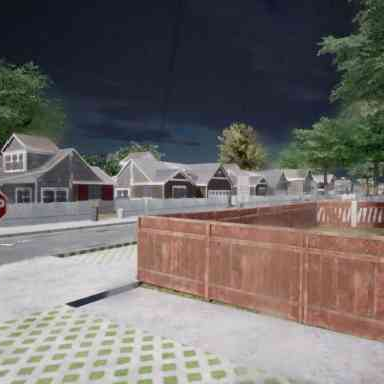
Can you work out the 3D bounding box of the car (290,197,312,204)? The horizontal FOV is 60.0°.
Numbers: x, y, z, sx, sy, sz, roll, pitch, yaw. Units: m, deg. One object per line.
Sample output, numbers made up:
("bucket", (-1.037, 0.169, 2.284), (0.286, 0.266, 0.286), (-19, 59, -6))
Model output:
("car", (15.156, 1.413, 46.050), (1.994, 1.385, 4.181), (0, 0, 36))
